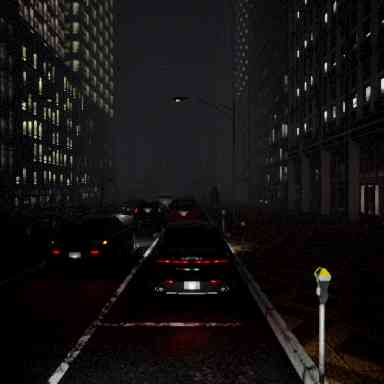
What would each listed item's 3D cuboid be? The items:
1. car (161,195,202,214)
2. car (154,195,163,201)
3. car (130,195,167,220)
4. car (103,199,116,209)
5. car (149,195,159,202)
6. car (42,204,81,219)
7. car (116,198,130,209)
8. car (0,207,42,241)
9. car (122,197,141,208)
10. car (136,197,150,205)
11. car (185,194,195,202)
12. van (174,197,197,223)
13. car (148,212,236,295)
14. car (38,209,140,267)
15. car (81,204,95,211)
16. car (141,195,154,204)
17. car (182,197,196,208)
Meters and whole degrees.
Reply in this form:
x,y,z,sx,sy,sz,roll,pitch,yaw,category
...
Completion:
x,y,z,sx,sy,sz,roll,pitch,yaw,category
-0.465,1.311,20.672,2.192,1.841,5.009,-1,0,0,car
-8.844,1.545,88.876,1.947,1.339,4.313,-1,0,0,car
-3.066,1.346,25.161,2.097,1.767,4.553,0,0,0,car
-8.844,1.544,37.723,2.008,1.369,4.403,-1,0,0,car
-8.843,1.509,77.339,1.752,1.417,4.829,-1,0,0,car
-8.844,1.547,20.672,2.008,1.369,4.403,-1,0,0,car
-6.231,1.499,34.934,1.837,1.490,4.892,0,0,0,car
-8.843,1.542,14.989,1.887,1.381,4.507,-1,0,0,car
-8.843,1.541,49.090,2.008,1.369,4.403,-1,0,0,car
-8.843,1.570,60.458,1.802,1.307,4.206,-1,0,0,car
-0.465,1.298,77.509,2.192,1.841,5.009,-1,0,0,car
-0.465,1.336,26.356,1.690,1.788,3.998,-1,0,0,van
-0.001,1.502,8.651,1.837,1.490,4.892,0,0,0,car
-3.149,1.524,11.237,1.812,1.442,4.674,0,0,0,car
-8.843,1.577,26.356,1.802,1.307,4.206,-1,0,0,car
-8.845,1.427,66.141,1.967,1.590,4.097,-1,0,0,car
-0.463,1.541,49.090,2.008,1.369,4.403,-1,0,0,car
